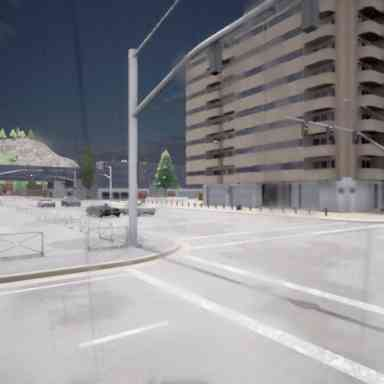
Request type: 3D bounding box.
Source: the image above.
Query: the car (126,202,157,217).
[{"bbox_3d":[-5.272,1.657,32.374,1.895,1.301,4.718,0,0,-35],"label":"car"}]

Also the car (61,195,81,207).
[{"bbox_3d":[-18.800,1.407,51.642,2.097,1.767,4.553,0,0,-35],"label":"car"}]

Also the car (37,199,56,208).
[{"bbox_3d":[-21.715,1.657,49.709,1.895,1.301,4.718,0,0,-35],"label":"car"}]

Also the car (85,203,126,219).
[{"bbox_3d":[-8.123,1.657,30.342,1.895,1.301,4.718,0,0,-35],"label":"car"}]
